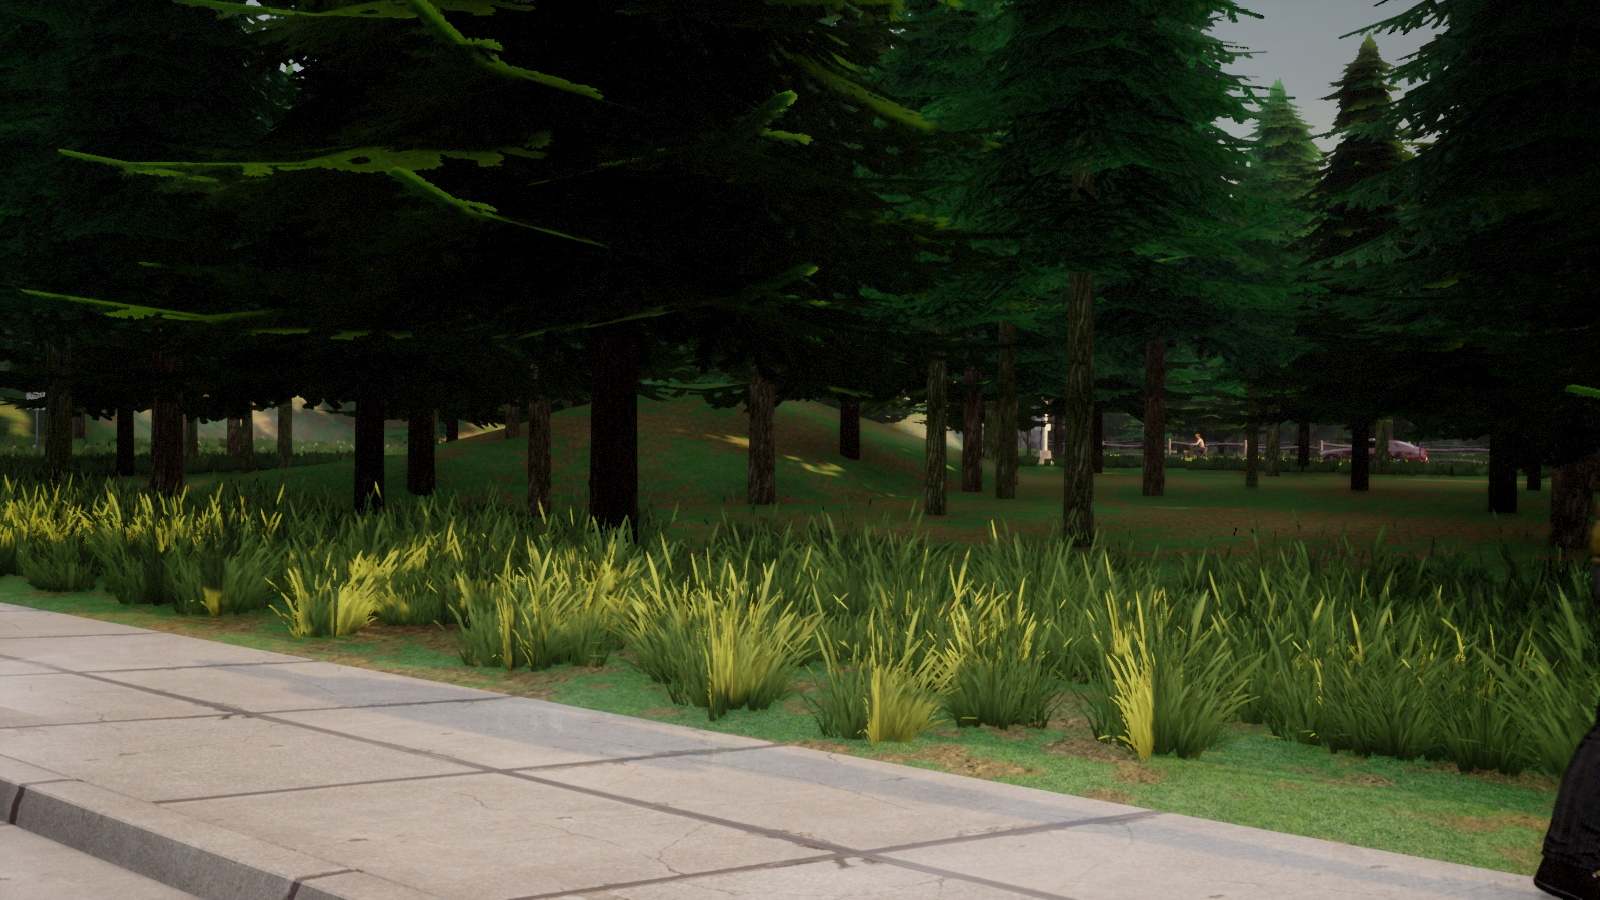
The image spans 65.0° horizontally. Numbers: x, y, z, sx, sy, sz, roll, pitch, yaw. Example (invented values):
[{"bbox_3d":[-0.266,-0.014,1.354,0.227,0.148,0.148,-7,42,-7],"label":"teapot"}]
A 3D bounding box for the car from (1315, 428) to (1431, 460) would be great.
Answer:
[{"bbox_3d":[26.660,-0.283,58.521,4.674,1.442,1.812,0,1,35],"label":"car"}]

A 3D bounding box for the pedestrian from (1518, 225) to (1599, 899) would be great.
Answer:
[{"bbox_3d":[2.411,0.325,3.437,0.709,1.840,0.431,0,1,20],"label":"pedestrian"}]
